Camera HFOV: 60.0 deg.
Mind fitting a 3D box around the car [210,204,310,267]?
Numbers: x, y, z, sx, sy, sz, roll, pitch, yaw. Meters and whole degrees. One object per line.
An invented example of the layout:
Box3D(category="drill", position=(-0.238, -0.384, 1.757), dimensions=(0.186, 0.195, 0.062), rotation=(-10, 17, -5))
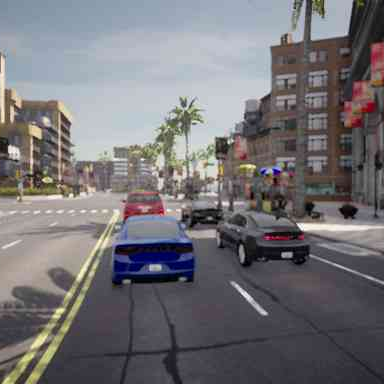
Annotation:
Box3D(category="car", position=(2.096, 1.367, 11.037), dimensions=(1.837, 1.490, 4.892), rotation=(0, 1, -9))

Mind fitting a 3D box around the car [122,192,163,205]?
Box3D(category="car", position=(-2.826, 0.980, 19.144), dimensions=(2.150, 2.045, 5.566), rotation=(0, 1, -10))

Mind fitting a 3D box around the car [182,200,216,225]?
Box3D(category="car", position=(0.516, 1.225, 20.246), dimensions=(1.882, 1.535, 5.008), rotation=(0, 1, -10))

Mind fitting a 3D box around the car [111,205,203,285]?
Box3D(category="car", position=(-1.131, 1.360, 9.253), dimensions=(1.882, 1.535, 5.008), rotation=(0, 1, -9))
